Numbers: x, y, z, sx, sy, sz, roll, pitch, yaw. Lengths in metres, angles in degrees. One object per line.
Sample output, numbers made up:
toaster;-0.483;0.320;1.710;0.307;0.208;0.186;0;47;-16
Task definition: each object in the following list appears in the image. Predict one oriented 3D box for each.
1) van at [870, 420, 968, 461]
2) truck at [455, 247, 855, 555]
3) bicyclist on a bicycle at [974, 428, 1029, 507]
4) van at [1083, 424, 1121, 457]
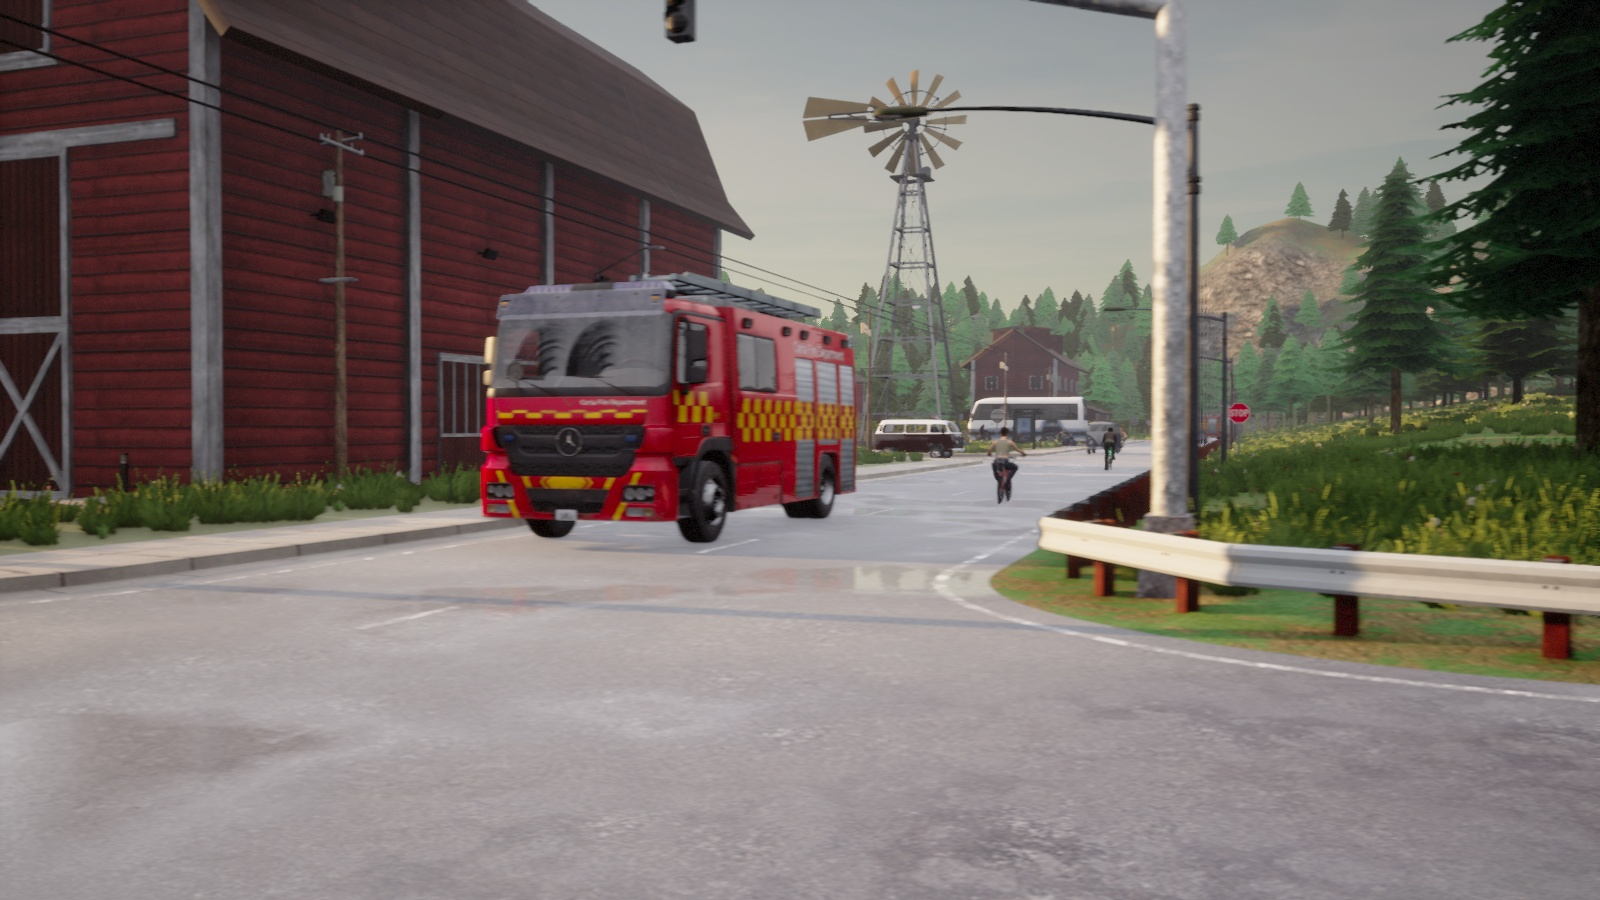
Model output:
van;6.023;-0.489;63.569;4.480;2.038;2.069;0;1;24
truck;-1.774;-0.681;20.109;2.891;3.827;8.468;1;1;20
bicyclist on a bicycle;4.305;0.350;26.786;0.866;1.612;1.509;1;1;20
van;18.575;-0.604;77.153;1.775;1.987;4.442;1;1;20
